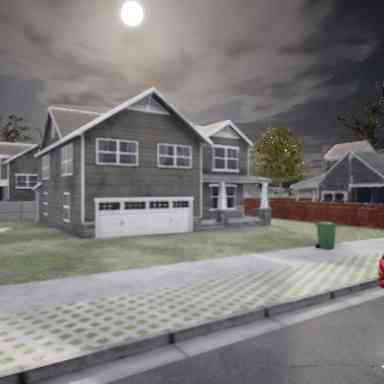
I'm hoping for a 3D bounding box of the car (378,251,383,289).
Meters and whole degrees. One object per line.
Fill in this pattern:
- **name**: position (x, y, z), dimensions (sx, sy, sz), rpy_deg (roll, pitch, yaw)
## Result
- **car**: position (6.459, 1.313, 7.355), dimensions (5.566, 2.045, 2.150), rpy_deg (1, -1, -34)
